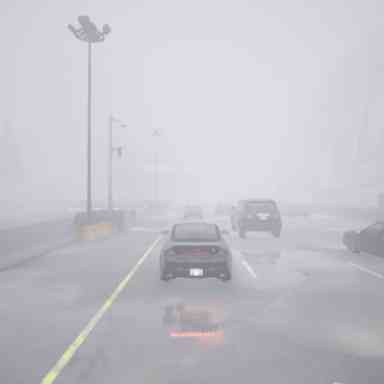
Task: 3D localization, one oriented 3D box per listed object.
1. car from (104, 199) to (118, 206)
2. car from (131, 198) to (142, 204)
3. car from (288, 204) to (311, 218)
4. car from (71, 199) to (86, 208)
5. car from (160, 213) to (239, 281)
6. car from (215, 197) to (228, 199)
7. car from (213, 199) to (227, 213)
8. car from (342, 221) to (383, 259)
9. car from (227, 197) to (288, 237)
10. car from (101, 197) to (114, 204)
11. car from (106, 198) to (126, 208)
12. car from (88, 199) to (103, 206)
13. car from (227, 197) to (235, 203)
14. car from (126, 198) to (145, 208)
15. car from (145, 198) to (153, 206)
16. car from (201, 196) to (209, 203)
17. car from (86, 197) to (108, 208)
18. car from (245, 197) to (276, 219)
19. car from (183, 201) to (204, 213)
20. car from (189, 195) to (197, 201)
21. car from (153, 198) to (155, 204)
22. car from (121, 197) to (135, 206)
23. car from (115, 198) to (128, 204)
[{"bbox_3d":[-17.418,2.249,71.915,1.994,1.385,4.181,0,0,0],"label":"car"},{"bbox_3d":[-13.834,2.206,82.657,1.837,1.490,4.892,0,0,0],"label":"car"},{"bbox_3d":[10.601,1.923,34.495,2.033,1.411,5.357,0,-1,0],"label":"car"},{"bbox_3d":[-20.990,2.112,62.305,1.882,1.535,5.008,0,0,0],"label":"car"},{"bbox_3d":[0.098,1.617,10.130,1.837,1.490,4.892,0,0,0],"label":"car"},{"bbox_3d":[7.137,2.300,78.772,1.895,1.301,4.718,0,0,0],"label":"car"},{"bbox_3d":[3.601,1.913,38.696,2.128,1.511,4.902,0,-1,0],"label":"car"},{"bbox_3d":[7.097,1.671,11.273,2.033,1.411,5.357,0,-1,0],"label":"car"},{"bbox_3d":[3.598,1.434,19.438,2.150,2.045,5.566,0,-1,0],"label":"car"},{"bbox_3d":[-20.836,2.063,82.463,2.097,1.767,4.553,0,0,0],"label":"car"},{"bbox_3d":[-13.992,2.196,62.008,1.994,1.385,4.181,0,0,0],"label":"car"},{"bbox_3d":[-20.916,2.250,72.163,1.994,1.385,4.181,0,0,0],"label":"car"},{"bbox_3d":[10.734,2.203,91.228,1.812,1.442,4.674,0,0,0],"label":"car"},{"bbox_3d":[-10.492,2.158,61.992,1.812,1.442,4.674,0,0,0],"label":"car"},{"bbox_3d":[-10.414,2.175,72.394,1.882,1.535,5.008,0,0,0],"label":"car"},{"bbox_3d":[3.739,2.180,91.897,1.837,1.490,4.892,0,0,0],"label":"car"},{"bbox_3d":[-17.492,1.985,62.057,2.097,1.767,4.553,0,0,0],"label":"car"},{"bbox_3d":[7.102,1.604,35.127,2.150,2.045,5.566,0,-1,0],"label":"car"},{"bbox_3d":[0.101,1.903,32.559,2.033,1.411,5.357,0,-1,0],"label":"car"},{"bbox_3d":[0.231,1.903,90.922,2.150,2.045,5.566,0,0,0],"label":"car"},{"bbox_3d":[-10.332,2.184,82.825,1.882,1.535,5.008,0,0,0],"label":"car"},{"bbox_3d":[-13.915,2.052,72.260,2.097,1.767,4.553,0,0,0],"label":"car"},{"bbox_3d":[-17.337,2.247,82.275,2.033,1.411,5.357,0,0,0],"label":"car"}]
